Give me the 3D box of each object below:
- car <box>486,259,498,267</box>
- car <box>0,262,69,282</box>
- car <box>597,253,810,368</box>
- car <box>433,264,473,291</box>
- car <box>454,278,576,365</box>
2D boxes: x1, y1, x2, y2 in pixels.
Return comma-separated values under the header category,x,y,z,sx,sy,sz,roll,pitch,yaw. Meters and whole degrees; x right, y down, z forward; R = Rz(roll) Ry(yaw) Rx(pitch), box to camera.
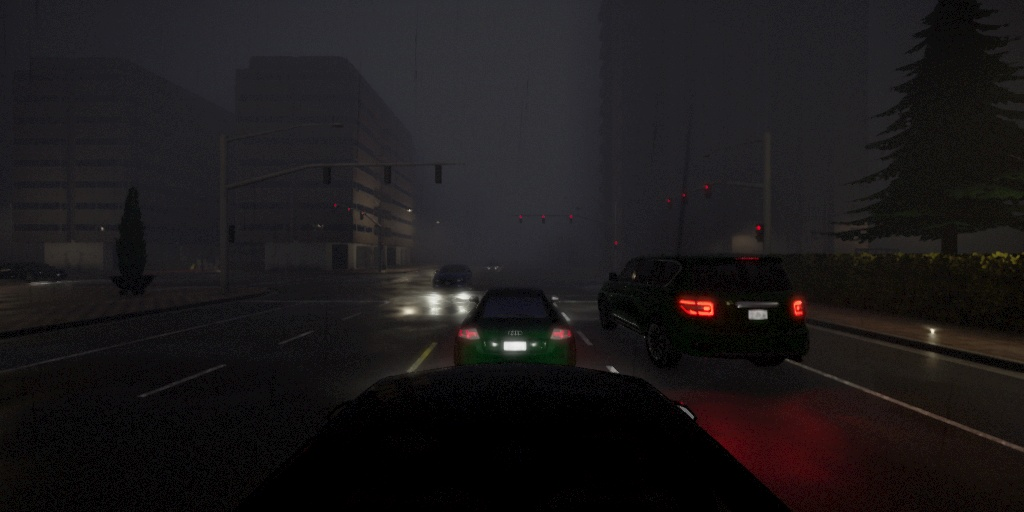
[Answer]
category,x,y,z,sx,sy,sz,roll,pitch,yaw
car,-3.511,1.197,65.081,1.994,1.385,4.181,0,0,0
car,-37.457,1.222,27.708,4.892,1.490,1.837,0,0,1
car,3.588,0.963,8.019,2.150,2.045,5.566,0,0,-2
car,-3.504,1.228,21.975,1.882,1.535,5.008,0,0,0
car,0.058,1.307,7.337,1.994,1.385,4.181,0,0,0
